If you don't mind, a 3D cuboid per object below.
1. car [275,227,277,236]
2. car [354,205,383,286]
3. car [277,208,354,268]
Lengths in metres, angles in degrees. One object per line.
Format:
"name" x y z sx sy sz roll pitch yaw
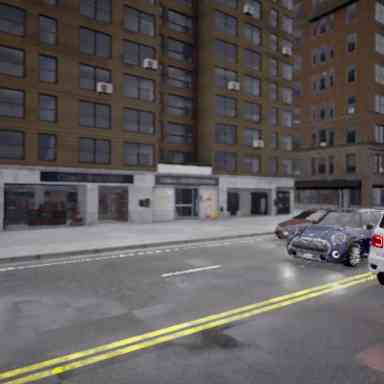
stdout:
"car" 6.029 1.555 15.963 4.674 1.442 1.812 0 0 -35
"car" 6.529 1.241 8.093 5.566 2.045 2.150 0 0 -35
"car" 5.384 1.375 11.512 4.553 1.767 2.097 0 0 -35
